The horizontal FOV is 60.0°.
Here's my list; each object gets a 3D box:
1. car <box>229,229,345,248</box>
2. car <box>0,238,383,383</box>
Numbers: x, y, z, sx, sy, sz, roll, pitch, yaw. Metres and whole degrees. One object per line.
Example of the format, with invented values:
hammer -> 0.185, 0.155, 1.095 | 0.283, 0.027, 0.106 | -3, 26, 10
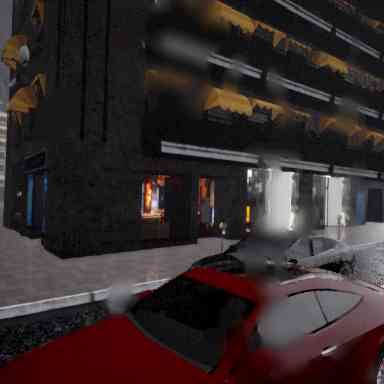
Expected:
car -> 1.934, 1.570, 7.448 | 4.313, 1.339, 1.947 | 0, 2, -35
car -> 0.451, 1.527, 3.393 | 4.674, 1.442, 1.812 | 0, 0, -35
